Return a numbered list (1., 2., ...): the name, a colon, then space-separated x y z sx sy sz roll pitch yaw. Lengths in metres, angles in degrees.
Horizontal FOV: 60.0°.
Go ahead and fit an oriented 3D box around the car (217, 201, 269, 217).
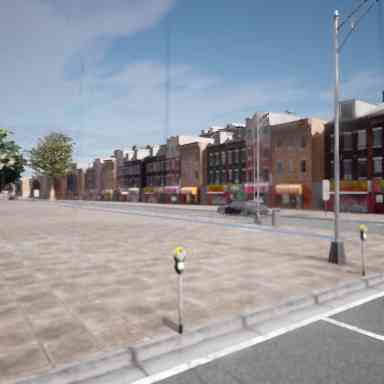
1. car: 4.600 1.519 30.884 2.033 1.411 5.357 -1 0 -35
